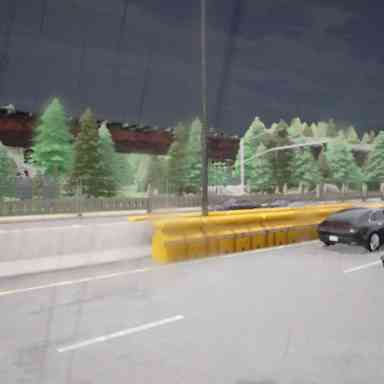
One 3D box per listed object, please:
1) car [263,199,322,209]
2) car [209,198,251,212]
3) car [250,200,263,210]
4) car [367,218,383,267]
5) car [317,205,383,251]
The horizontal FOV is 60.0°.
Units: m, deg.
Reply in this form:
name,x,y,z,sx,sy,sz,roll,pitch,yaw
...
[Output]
name,x,y,z,sx,sy,sz,roll,pitch,yaw
car,7.186,1.296,21.950,4.674,1.442,1.812,-1,0,-35
car,3.662,1.268,28.027,4.892,1.490,1.837,0,0,-35
car,7.467,1.283,26.412,5.357,1.411,2.033,-1,0,-35
car,7.190,1.412,8.967,5.357,1.411,2.033,-1,1,-35
car,6.959,1.343,13.076,4.892,1.490,1.837,-1,1,-35
